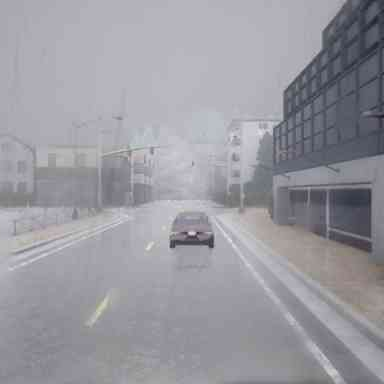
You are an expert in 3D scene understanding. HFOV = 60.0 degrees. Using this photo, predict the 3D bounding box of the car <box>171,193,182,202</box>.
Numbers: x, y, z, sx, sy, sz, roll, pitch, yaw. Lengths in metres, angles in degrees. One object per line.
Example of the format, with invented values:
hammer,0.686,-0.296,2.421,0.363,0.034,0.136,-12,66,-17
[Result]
car,-3.500,1.168,76.506,2.150,2.045,5.566,0,0,0

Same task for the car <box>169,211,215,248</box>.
car,0.000,1.562,14.650,2.033,1.411,5.357,0,0,0
